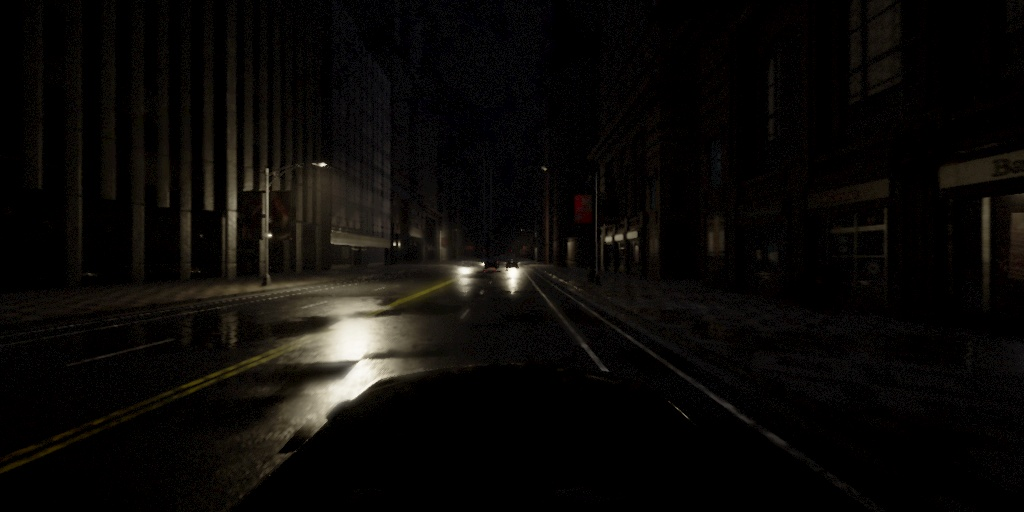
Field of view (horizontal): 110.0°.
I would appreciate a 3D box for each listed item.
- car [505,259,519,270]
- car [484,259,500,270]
[{"bbox_3d":[0.003,1.319,55.795,2.128,1.511,4.902,0,0,0],"label":"car"},{"bbox_3d":[-3.248,1.306,55.795,1.882,1.535,5.008,0,0,0],"label":"car"}]
